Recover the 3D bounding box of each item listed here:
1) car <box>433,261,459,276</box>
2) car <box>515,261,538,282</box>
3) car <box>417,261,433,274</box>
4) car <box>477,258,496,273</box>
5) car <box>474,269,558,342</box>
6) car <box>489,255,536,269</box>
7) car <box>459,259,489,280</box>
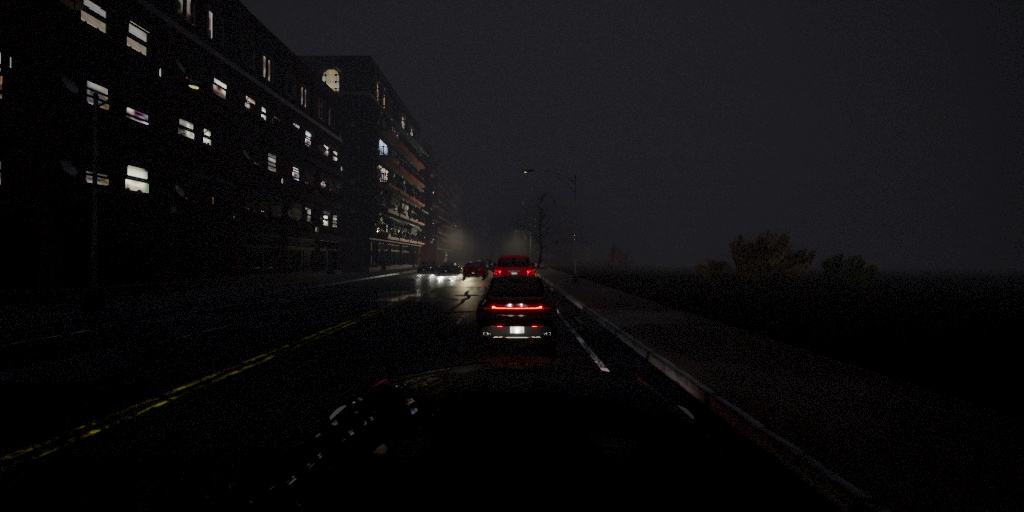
[{"bbox_3d":[-6.585,1.318,37.615,1.994,1.385,4.181,0,0,0],"label":"car"},{"bbox_3d":[1.150,1.209,30.472,1.801,1.575,5.366,0,0,0],"label":"car"},{"bbox_3d":[-9.833,1.279,42.304,1.812,1.442,4.674,0,0,0],"label":"car"},{"bbox_3d":[-3.133,1.106,45.224,2.097,1.767,4.553,0,0,0],"label":"car"},{"bbox_3d":[0.105,1.256,9.717,1.837,1.490,4.892,0,0,0],"label":"car"},{"bbox_3d":[0.108,0.975,20.064,2.150,2.045,5.566,0,0,0],"label":"car"},{"bbox_3d":[-3.137,1.232,31.249,1.882,1.535,5.008,0,-1,0],"label":"car"}]
